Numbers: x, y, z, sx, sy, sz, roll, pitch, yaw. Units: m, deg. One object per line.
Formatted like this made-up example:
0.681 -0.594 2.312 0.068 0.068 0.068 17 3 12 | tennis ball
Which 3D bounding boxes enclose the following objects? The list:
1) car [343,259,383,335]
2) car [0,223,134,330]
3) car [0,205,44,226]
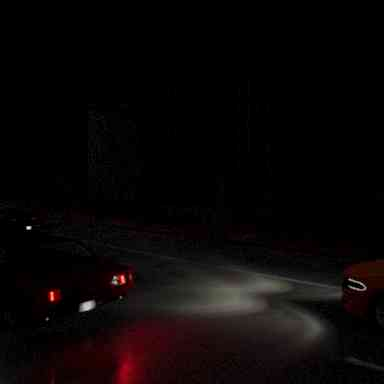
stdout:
4.944 1.507 4.891 5.008 1.535 1.882 0 0 35 | car
-3.416 1.586 6.934 4.718 1.301 1.895 0 0 40 | car
-9.519 1.465 17.855 1.837 1.490 4.892 0 0 -42 | car
